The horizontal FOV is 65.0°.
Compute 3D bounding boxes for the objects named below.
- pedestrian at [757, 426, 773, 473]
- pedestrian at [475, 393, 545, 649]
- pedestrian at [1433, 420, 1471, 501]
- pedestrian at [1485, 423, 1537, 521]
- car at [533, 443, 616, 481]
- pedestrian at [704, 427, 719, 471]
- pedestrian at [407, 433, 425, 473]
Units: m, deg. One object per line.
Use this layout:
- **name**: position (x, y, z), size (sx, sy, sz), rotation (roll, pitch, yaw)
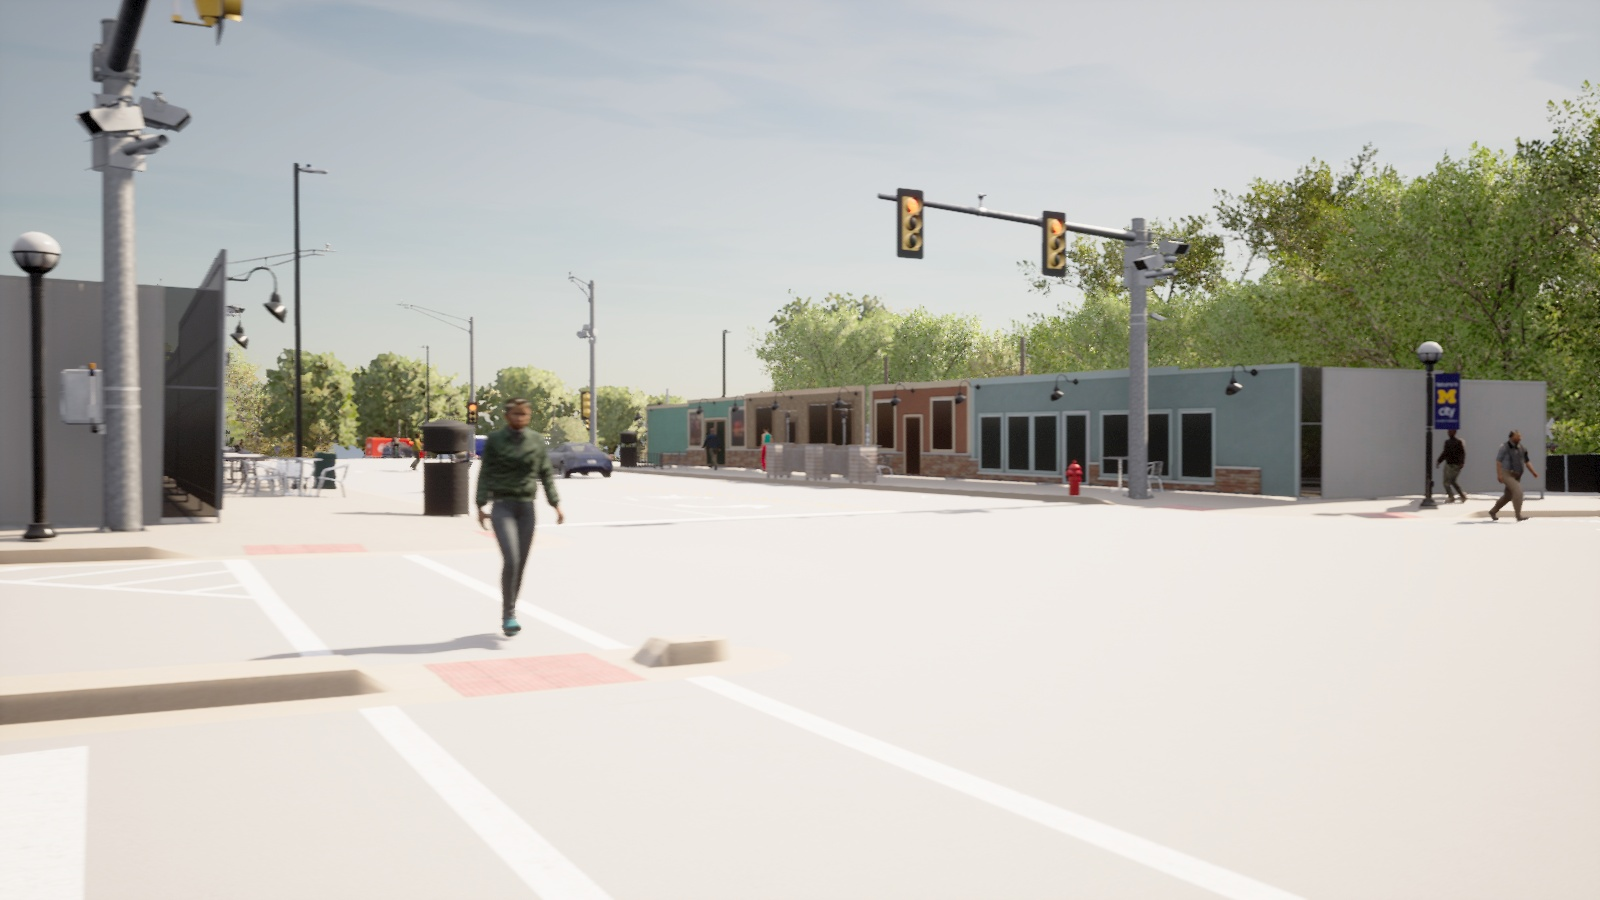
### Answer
- **pedestrian**: position (-1.375, -0.025, 49.264), size (0.345, 1.836, 0.594), rotation (-1, 1, -29)
- **pedestrian**: position (-2.180, 0.506, 9.417), size (0.353, 1.847, 0.614), rotation (-1, 1, -27)
- **pedestrian**: position (14.934, 0.228, 28.754), size (0.703, 1.840, 0.431), rotation (-1, 1, -26)
- **pedestrian**: position (13.625, 0.401, 24.072), size (0.540, 1.848, 0.694), rotation (-1, 1, -15)
- **car**: position (-9.020, 0.444, 49.923), size (1.994, 1.385, 4.181), rotation (-1, 1, -29)
- **pedestrian**: position (-3.765, -0.046, 53.522), size (0.402, 1.842, 0.726), rotation (-1, 1, -24)
- **pedestrian**: position (-17.813, 0.121, 58.190), size (0.709, 1.840, 0.431), rotation (-1, 1, -26)
